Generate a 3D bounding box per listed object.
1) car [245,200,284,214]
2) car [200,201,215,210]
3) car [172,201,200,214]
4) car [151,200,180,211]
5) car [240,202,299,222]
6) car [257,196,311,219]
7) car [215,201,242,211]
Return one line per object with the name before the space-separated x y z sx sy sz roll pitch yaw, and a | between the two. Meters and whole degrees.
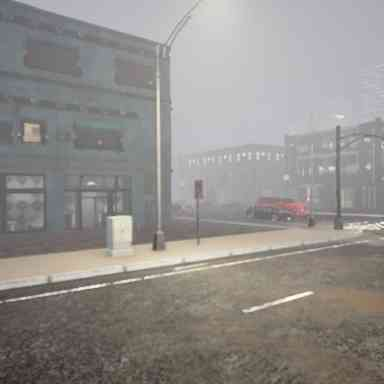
car | 8.719 1.772 40.292 2.008 1.369 4.403 -2 0 -35
car | 2.364 1.926 49.355 1.802 1.307 4.206 -2 0 -35
car | -1.322 1.816 40.009 1.967 1.590 4.097 -2 0 -35
car | -3.872 1.914 48.202 1.882 1.535 5.008 -1 0 -35
car | 6.550 1.787 28.579 1.947 1.339 4.313 -2 0 -35
car | 8.288 1.421 30.831 2.150 2.045 5.566 -1 0 -35
car | 5.541 1.865 44.824 1.802 1.307 4.206 -2 0 -35
